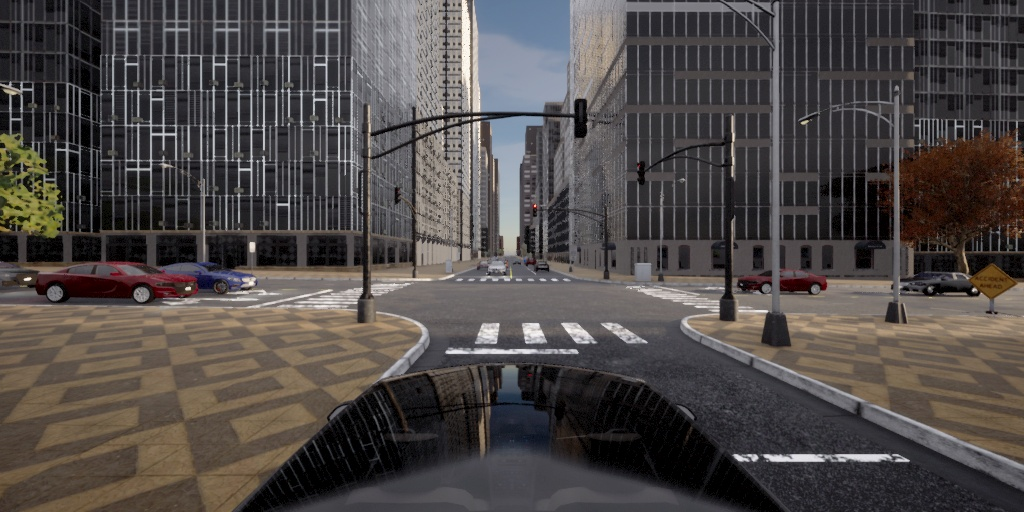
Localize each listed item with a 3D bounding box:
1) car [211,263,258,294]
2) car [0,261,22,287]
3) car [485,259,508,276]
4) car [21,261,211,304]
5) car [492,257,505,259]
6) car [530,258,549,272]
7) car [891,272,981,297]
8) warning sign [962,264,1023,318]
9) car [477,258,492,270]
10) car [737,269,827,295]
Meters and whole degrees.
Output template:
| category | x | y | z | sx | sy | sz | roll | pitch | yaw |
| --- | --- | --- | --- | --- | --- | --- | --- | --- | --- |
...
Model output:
| category | x | y | z | sx | sy | sz | roll | pitch | yaw |
| --- | --- | --- | --- | --- | --- | --- | --- | --- | --- |
| car | -14.977 | 1.025 | 17.352 | 4.674 | 1.442 | 1.812 | 1 | 0 | -1 |
| car | -24.903 | 0.881 | 16.875 | 4.181 | 1.385 | 1.994 | 1 | 0 | -3 |
| car | -1.565 | 1.291 | 38.278 | 1.812 | 1.442 | 4.674 | 0 | 0 | 0 |
| car | -15.288 | 0.972 | 14.080 | 5.008 | 1.535 | 1.882 | 1 | 0 | -2 |
| car | -1.679 | 1.106 | 58.518 | 2.097 | 1.767 | 4.553 | 0 | 0 | -1 |
| car | 3.844 | 1.326 | 46.676 | 1.948 | 1.339 | 4.313 | 0 | 0 | 0 |
| car | 27.061 | 1.752 | 22.831 | 4.902 | 1.511 | 2.128 | 1 | 0 | -3 |
| warning sign | 17.257 | 1.204 | 12.900 | 1.060 | 1.860 | 1.300 | 0 | 0 | -3 |
| car | -4.119 | 1.340 | 52.154 | 1.802 | 1.307 | 4.207 | 0 | 0 | 0 |
| car | 16.718 | 1.553 | 22.334 | 5.008 | 1.535 | 1.882 | 1 | 0 | -3 |
